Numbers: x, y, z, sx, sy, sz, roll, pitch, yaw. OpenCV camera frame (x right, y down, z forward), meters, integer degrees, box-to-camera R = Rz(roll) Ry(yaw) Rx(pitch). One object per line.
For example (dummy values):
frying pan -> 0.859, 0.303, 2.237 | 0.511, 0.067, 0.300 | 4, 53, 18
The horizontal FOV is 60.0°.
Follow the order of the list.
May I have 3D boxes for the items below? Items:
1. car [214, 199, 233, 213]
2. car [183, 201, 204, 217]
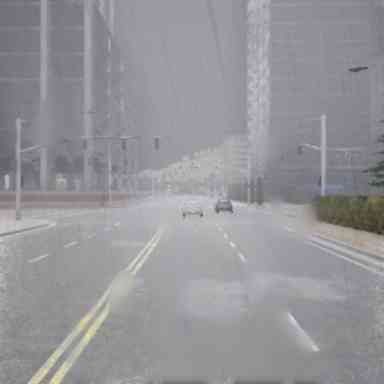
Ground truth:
car -> 3.593, 1.576, 38.521 | 2.128, 1.511, 4.902 | 0, 0, 0
car -> 0.092, 1.598, 32.733 | 1.812, 1.442, 4.674 | 0, 0, 0
